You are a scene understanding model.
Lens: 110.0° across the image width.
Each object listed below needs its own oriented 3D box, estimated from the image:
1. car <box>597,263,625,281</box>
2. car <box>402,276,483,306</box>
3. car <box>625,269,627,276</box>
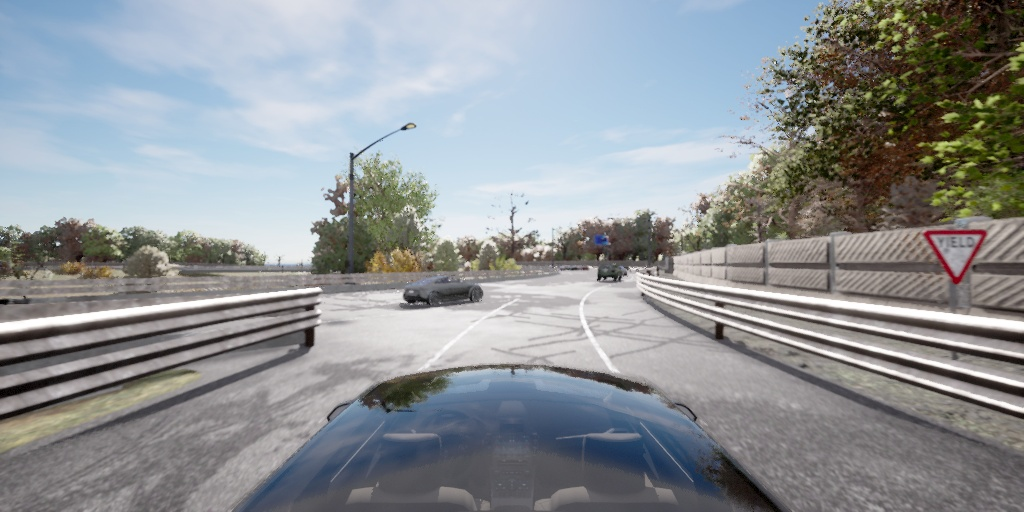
[{"bbox_3d":[11.470,1.884,42.079,2.150,2.045,5.566,-1,-2,25],"label":"car"},{"bbox_3d":[-3.440,1.686,18.338,1.994,1.385,4.181,-1,-2,40],"label":"car"},{"bbox_3d":[18.345,2.658,60.520,1.994,1.385,4.181,0,-1,16],"label":"car"}]
